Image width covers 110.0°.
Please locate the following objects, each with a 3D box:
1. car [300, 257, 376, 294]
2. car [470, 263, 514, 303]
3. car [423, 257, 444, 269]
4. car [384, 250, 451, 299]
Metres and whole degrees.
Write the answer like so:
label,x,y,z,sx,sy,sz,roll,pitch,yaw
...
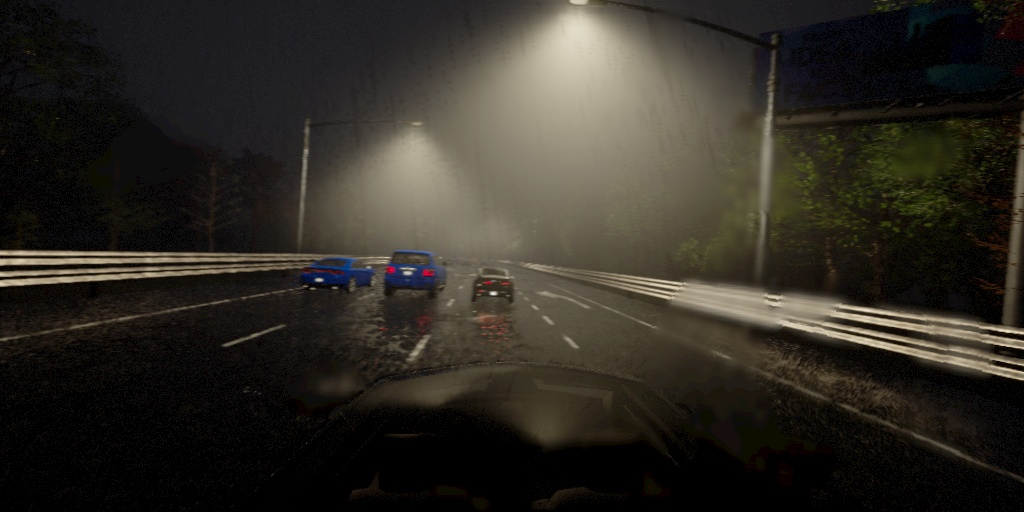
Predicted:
label,x,y,z,sx,sy,sz,roll,pitch,yaw
car,-7.922,0.813,16.853,1.882,1.535,5.008,4,0,-5
car,-0.957,1.297,17.284,1.837,1.490,4.892,4,0,-5
car,-10.522,0.912,48.406,2.128,1.511,4.902,4,-1,-5
car,-4.424,0.785,17.117,2.150,2.045,5.566,4,0,-5
